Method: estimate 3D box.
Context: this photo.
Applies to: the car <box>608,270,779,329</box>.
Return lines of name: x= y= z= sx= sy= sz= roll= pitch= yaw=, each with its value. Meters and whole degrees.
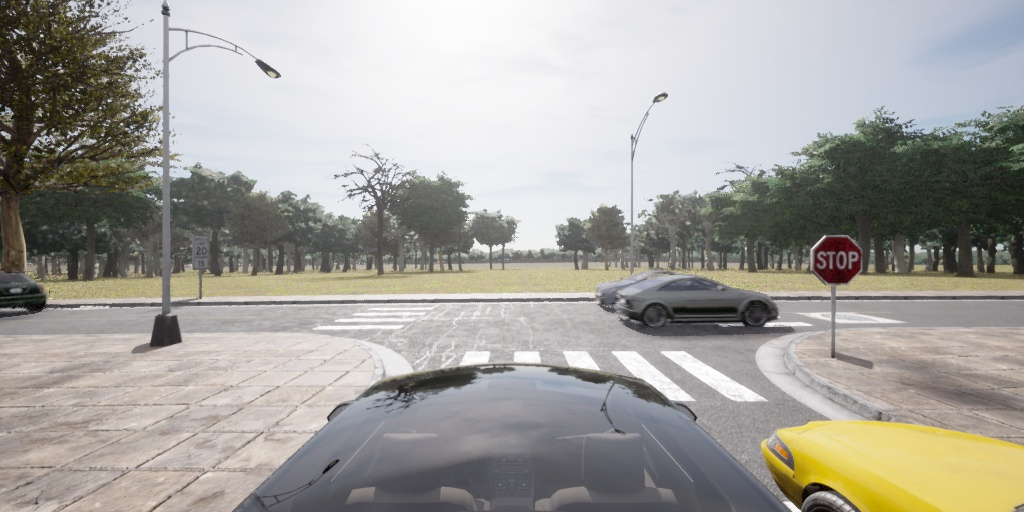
car: x=5.243 y=1.250 z=10.507 sx=4.181 sy=1.385 sz=1.994 roll=-1 pitch=0 yaw=1

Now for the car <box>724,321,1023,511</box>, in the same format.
car: x=2.628 y=1.275 z=0.575 sx=1.751 sy=1.417 sz=4.829 roll=0 pitch=0 yaw=0

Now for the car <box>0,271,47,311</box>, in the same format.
car: x=-21.153 y=1.389 z=13.788 sx=4.553 sy=1.767 sz=2.097 roll=-1 pitch=0 yaw=1

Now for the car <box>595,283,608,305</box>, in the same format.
car: x=5.271 y=1.236 z=13.461 sx=4.181 sy=1.385 sz=1.994 roll=-1 pitch=0 yaw=1
